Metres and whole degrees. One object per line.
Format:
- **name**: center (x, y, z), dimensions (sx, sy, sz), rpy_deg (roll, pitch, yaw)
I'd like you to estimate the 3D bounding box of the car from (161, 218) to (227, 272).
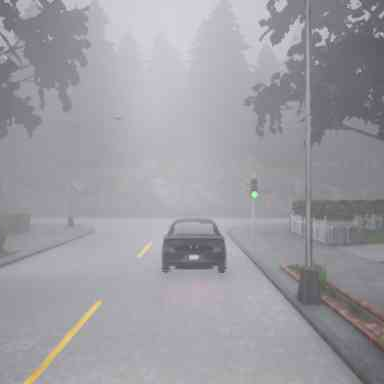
- **car**: center (0.068, 1.623, 11.368), dimensions (1.882, 1.535, 5.008), rpy_deg (0, -1, 0)
